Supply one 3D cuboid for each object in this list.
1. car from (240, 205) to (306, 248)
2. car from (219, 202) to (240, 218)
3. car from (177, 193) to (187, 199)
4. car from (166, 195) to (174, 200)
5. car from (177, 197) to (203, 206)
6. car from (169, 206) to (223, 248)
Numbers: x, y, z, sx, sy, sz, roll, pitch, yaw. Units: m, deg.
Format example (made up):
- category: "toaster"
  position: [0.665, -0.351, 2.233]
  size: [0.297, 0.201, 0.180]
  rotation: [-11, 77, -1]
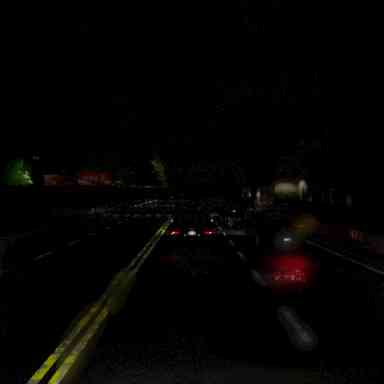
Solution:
- category: "car"
  position: [3.500, 1.515, 14.650]
  size: [1.837, 1.490, 4.892]
  rotation: [0, 0, 0]
- category: "car"
  position: [3.500, 1.571, 29.650]
  size: [1.994, 1.385, 4.181]
  rotation: [0, 0, 0]
- category: "car"
  position: [-2.743, 1.212, 92.654]
  size: [2.150, 2.045, 5.566]
  rotation: [0, 0, 5]
- category: "car"
  position: [-6.200, 1.497, 93.325]
  size: [1.837, 1.490, 4.892]
  rotation: [0, 0, 5]
- category: "car"
  position: [0.000, 1.494, 29.650]
  size: [2.128, 1.511, 4.902]
  rotation: [0, 0, 0]
- category: "car"
  position: [0.000, 1.562, 14.650]
  size: [2.033, 1.411, 5.357]
  rotation: [0, 0, 0]
